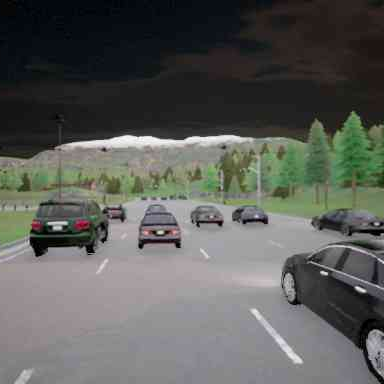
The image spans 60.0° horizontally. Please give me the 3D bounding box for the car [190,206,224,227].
[{"bbox_3d":[0.990,1.691,24.214,2.033,1.411,5.357,0,0,-7],"label":"car"}]

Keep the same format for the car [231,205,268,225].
[{"bbox_3d":[4.353,1.703,25.569,1.994,1.385,4.181,0,0,-7],"label":"car"}]

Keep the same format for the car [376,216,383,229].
[{"bbox_3d":[6.476,1.496,6.997,1.882,1.535,5.008,0,0,-6],"label":"car"}]

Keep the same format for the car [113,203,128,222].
[{"bbox_3d":[-6.491,1.687,27.973,2.128,1.511,4.902,0,0,-6],"label":"car"}]

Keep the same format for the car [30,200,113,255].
[{"bbox_3d":[-4.868,1.327,13.938,2.150,2.045,5.566,0,0,-7],"label":"car"}]

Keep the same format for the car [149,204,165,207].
[{"bbox_3d":[-2.989,1.731,28.197,2.033,1.411,5.357,0,0,-7],"label":"car"}]

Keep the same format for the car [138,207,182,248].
[{"bbox_3d":[-1.516,1.647,15.425,2.033,1.411,5.357,0,0,-7],"label":"car"}]

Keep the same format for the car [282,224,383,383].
[{"bbox_3d":[3.001,1.526,5.368,1.837,1.490,4.892,0,-1,-5],"label":"car"}]

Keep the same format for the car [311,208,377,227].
[{"bbox_3d":[8.687,1.627,18.640,2.033,1.411,5.357,0,0,-7],"label":"car"}]
